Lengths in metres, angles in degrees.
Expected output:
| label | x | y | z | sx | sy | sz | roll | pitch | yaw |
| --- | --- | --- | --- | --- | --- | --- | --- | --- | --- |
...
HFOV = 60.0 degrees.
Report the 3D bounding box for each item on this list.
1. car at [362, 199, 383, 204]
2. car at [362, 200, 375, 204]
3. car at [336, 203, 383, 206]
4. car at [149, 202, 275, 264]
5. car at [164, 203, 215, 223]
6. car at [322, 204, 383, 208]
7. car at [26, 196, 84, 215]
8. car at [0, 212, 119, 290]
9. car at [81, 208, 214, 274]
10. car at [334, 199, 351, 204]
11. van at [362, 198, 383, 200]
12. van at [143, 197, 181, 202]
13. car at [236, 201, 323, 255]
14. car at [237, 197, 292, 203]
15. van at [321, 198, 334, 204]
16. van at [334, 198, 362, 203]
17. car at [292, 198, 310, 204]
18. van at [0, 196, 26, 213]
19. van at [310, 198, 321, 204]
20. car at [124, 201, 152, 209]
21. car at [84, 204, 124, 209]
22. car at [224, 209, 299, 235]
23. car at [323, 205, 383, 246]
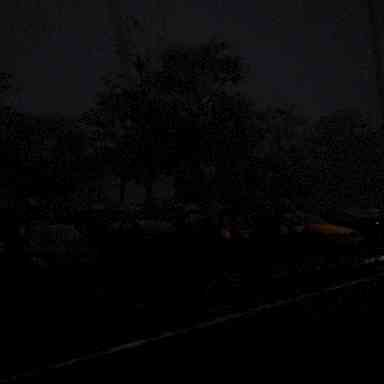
| label | x | y | z | sx | sy | sz | roll | pitch | yaw |
| --- | --- | --- | --- | --- | --- | --- | --- | --- | --- |
| car | 22.248 | 2.093 | 44.131 | 2.163 | 1.488 | 4.792 | 1 | -1 | -35 |
| car | 20.097 | 2.045 | 42.601 | 2.163 | 1.488 | 4.792 | 1 | -1 | -35 |
| car | 11.927 | 1.740 | 20.475 | 1.946 | 1.575 | 5.366 | 1 | -1 | -35 |
| car | 0.529 | 1.429 | 12.556 | 2.185 | 1.767 | 4.553 | 1 | -1 | -35 |
| car | -0.301 | 1.707 | 28.059 | 2.002 | 1.452 | 4.674 | 1 | -1 | -35 |
| car | 9.554 | 1.706 | 19.022 | 2.231 | 1.521 | 4.892 | 1 | -1 | -35 |
| car | -9.309 | 1.265 | 21.614 | 2.435 | 2.045 | 5.566 | 1 | -1 | -35 |
| car | -4.017 | 1.519 | 9.365 | 2.002 | 1.452 | 4.674 | 1 | -1 | -35 |
| car | -1.749 | 1.517 | 10.967 | 2.097 | 1.535 | 5.008 | 1 | -1 | -35 |
| car | 15.599 | 1.932 | 39.372 | 2.097 | 1.535 | 5.008 | 1 | -1 | -35 |
| van | 24.459 | 1.893 | 45.811 | 1.878 | 1.987 | 4.442 | 1 | -1 | -35 |
| van | -2.622 | 1.403 | 26.548 | 1.878 | 1.987 | 4.442 | 1 | -1 | -35 |
| car | 2.791 | 1.467 | 14.165 | 2.185 | 1.767 | 4.553 | 1 | -1 | -35 |
| car | 6.594 | 1.530 | 32.926 | 2.435 | 2.045 | 5.566 | 1 | -1 | -35 |
| van | 13.281 | 1.668 | 37.859 | 1.878 | 1.987 | 4.442 | 1 | -1 | -35 |
| van | 17.938 | 1.747 | 40.896 | 1.878 | 1.987 | 4.442 | 1 | -1 | -36 |
| car | 8.851 | 1.568 | 34.531 | 2.435 | 2.045 | 5.566 | 1 | -1 | -35 |
| van | -11.651 | 1.253 | 20.126 | 1.878 | 1.987 | 4.442 | 1 | -1 | -35 |
| van | 11.159 | 1.631 | 36.064 | 1.878 | 1.987 | 4.442 | 1 | -1 | -35 |
| car | -4.711 | 1.633 | 24.916 | 2.002 | 1.452 | 4.674 | 1 | -1 | -35 |
| car | -6.966 | 1.555 | 23.308 | 2.097 | 1.535 | 5.008 | 1 | -1 | -35 |
| car | 4.412 | 1.783 | 20.786 | 4.718 | 1.301 | 1.895 | 1 | -1 | -36 |
| car | 7.299 | 1.669 | 17.403 | 2.231 | 1.521 | 4.892 | 1 | -1 | -35 |
